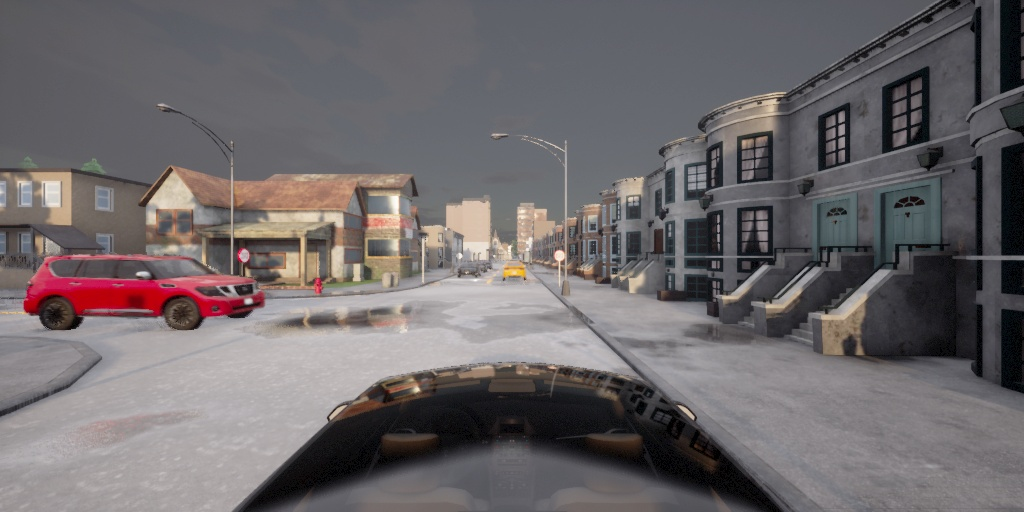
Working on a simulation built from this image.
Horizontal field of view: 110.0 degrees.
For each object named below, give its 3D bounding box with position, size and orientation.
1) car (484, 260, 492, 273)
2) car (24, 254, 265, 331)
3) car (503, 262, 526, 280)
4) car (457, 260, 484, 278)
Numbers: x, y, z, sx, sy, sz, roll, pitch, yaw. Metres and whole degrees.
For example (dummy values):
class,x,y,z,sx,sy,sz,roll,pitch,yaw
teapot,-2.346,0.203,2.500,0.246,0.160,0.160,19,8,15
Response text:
class,x,y,z,sx,sy,sz,roll,pitch,yaw
car,-3.993,1.241,43.563,2.128,1.511,4.902,0,0,0
car,-10.501,0.971,10.508,5.566,2.045,2.150,0,0,0
car,0.192,1.227,31.712,1.882,1.535,5.008,0,0,0
car,-4.025,1.255,34.189,1.837,1.490,4.892,0,0,0
